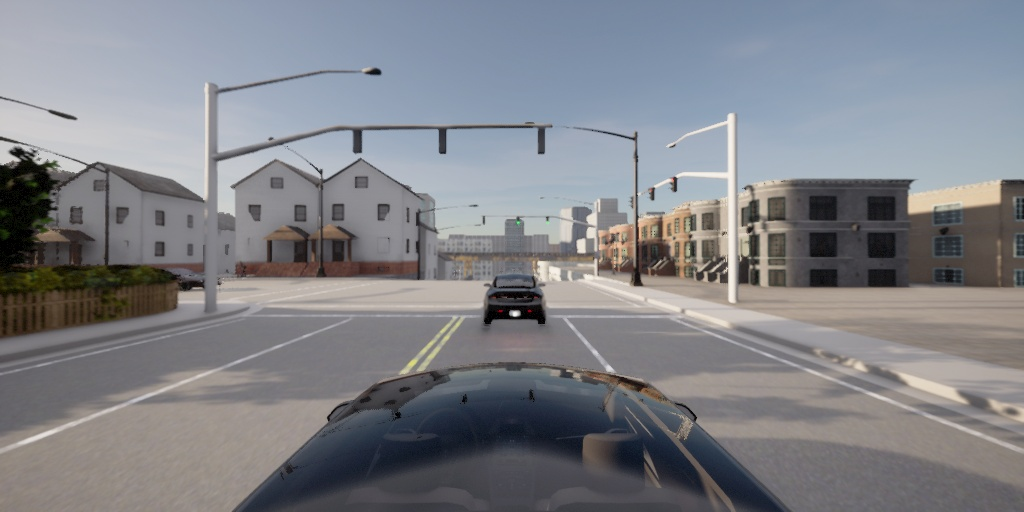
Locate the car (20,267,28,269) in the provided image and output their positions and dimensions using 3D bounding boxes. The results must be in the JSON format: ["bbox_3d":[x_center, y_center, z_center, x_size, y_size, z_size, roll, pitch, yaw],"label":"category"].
[{"bbox_3d":[-31.222,1.425,22.618,4.674,1.442,1.812,0,0,0],"label":"car"}]

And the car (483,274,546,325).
[{"bbox_3d":[0.086,1.327,12.108,1.837,1.490,4.892,0,-1,0],"label":"car"}]

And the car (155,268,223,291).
[{"bbox_3d":[-21.454,1.445,22.569,5.357,1.411,2.033,0,0,0],"label":"car"}]

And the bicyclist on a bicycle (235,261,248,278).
[{"bbox_3d":[-25.282,1.278,33.569,0.582,1.620,1.656,0,0,0],"label":"bicyclist on a bicycle"}]
